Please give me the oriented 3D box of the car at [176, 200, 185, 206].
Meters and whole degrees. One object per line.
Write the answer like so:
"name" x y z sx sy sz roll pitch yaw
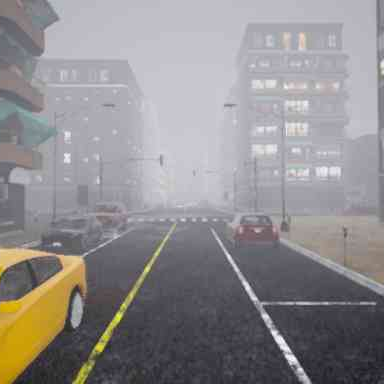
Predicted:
"car" -2.764 2.660 79.747 1.994 1.385 4.181 0 -1 0

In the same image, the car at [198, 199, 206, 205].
"car" 2.559 2.663 87.539 1.967 1.590 4.097 1 -1 0

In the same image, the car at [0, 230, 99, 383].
"car" -2.850 1.534 4.116 1.882 1.535 5.008 0 -1 0

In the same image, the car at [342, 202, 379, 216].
"car" 18.681 1.843 36.293 4.097 1.590 1.967 0 -1 1

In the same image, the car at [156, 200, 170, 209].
"car" -5.446 2.361 59.195 2.008 1.369 4.403 1 -1 0

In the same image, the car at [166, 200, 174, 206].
"car" -5.321 2.661 81.654 1.752 1.417 4.829 1 -1 0

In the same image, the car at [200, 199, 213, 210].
"car" 2.694 2.301 56.742 1.752 1.417 4.829 1 -1 0

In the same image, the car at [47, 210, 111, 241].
"car" -5.446 1.776 15.633 1.947 1.339 4.313 1 -1 0

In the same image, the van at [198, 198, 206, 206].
"van" 2.596 2.315 70.576 1.690 1.788 3.998 1 -1 0

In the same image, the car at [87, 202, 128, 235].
"car" -5.443 1.601 21.283 2.192 1.841 5.009 1 -1 0

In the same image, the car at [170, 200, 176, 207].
"car" -5.321 2.637 76.166 1.802 1.307 4.206 1 -1 0

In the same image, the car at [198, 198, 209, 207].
"car" 2.563 2.372 76.230 2.192 1.841 5.009 1 -1 0

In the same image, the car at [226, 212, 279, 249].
"car" 2.703 1.650 15.583 1.967 1.590 4.097 1 -1 0

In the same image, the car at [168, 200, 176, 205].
"car" -5.323 2.803 87.481 1.802 1.307 4.206 1 -1 0

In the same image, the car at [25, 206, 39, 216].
"car" -19.345 2.034 36.875 4.403 1.369 2.008 0 -1 1
